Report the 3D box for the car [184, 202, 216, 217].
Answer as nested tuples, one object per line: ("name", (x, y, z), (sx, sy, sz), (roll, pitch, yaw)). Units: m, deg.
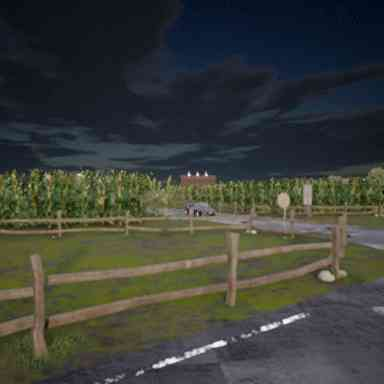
("car", (0.742, 1.825, 34.658), (1.837, 1.490, 4.892), (0, 0, -25))
